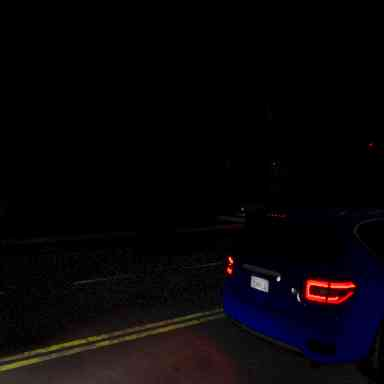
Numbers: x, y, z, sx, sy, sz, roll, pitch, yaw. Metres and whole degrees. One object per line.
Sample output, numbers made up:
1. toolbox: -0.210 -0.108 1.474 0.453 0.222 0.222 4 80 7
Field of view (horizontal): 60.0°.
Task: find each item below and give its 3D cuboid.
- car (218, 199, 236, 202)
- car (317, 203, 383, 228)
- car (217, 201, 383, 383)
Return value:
1. car: 3.888 1.491 35.941 2.128 1.511 4.902 0 0 -31
2. car: 11.594 1.547 23.032 2.033 1.411 5.357 0 0 -31
3. car: 3.083 1.221 5.546 5.566 2.045 2.150 0 0 -33
